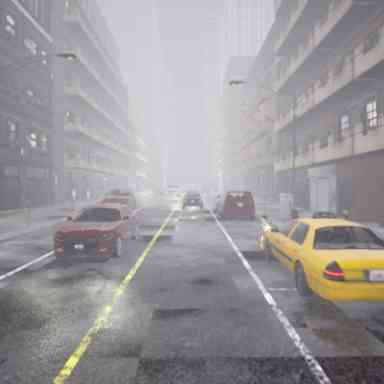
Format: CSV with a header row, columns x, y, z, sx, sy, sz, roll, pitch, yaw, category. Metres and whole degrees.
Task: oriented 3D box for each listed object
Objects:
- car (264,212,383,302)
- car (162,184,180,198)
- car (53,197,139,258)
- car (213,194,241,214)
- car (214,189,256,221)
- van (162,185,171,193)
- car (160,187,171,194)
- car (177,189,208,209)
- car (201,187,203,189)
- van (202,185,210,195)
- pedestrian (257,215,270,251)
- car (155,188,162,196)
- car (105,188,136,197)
x,y,z,sx,sy,sz,roll,pitch,yaw,category
3.001,1.238,7.880,1.801,1.575,5.366,0,2,0,car
-3.071,-0.212,52.531,2.150,2.045,5.566,0,2,0,car
-3.098,1.159,11.605,1.882,1.535,5.008,0,2,0,car
2.708,0.857,26.549,1.802,1.307,4.206,1,2,0,car
2.712,0.741,21.003,2.192,1.841,5.009,1,2,0,car
-5.797,-0.745,76.336,1.690,1.788,3.998,1,2,0,van
-5.632,-0.369,70.803,1.947,1.339,4.313,1,2,0,car
0.064,0.740,29.551,2.033,1.411,5.357,0,2,0,car
0.058,0.351,43.782,2.033,1.411,5.357,0,2,1,car
2.719,-0.443,65.310,1.690,1.788,3.998,1,2,0,van
2.426,1.275,10.876,0.375,1.300,0.375,1,0,-1,pedestrian
-5.634,-0.081,59.726,2.008,1.369,4.403,1,2,0,car
-5.668,0.592,26.490,2.192,1.841,5.009,1,2,0,car
